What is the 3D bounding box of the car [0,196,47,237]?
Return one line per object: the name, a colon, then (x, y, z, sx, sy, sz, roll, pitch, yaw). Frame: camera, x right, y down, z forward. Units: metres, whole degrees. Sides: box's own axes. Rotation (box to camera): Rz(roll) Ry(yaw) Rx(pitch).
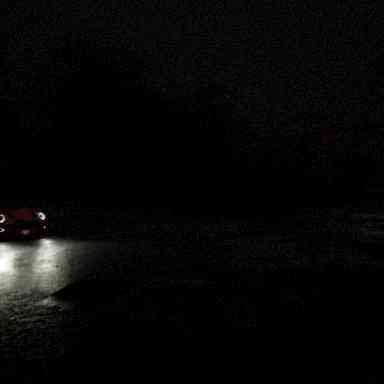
car: (-8.248, 0.959, 14.580, 4.553, 1.767, 2.097, 2, 1, 40)
